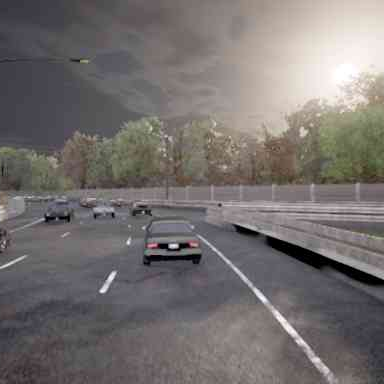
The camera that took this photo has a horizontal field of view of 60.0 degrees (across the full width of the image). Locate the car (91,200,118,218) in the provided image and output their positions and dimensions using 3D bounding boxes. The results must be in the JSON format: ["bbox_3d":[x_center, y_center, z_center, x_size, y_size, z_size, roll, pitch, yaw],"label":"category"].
[{"bbox_3d":[-8.566,1.735,32.165,1.895,1.301,4.718,0,0,-17],"label":"car"}]

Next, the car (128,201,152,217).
[{"bbox_3d":[-5.221,1.627,33.138,1.837,1.490,4.892,0,0,-17],"label":"car"}]

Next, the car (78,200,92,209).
[{"bbox_3d":[-15.809,1.819,49.772,1.895,1.301,4.718,0,0,-28],"label":"car"}]

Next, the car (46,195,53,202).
[{"bbox_3d":[-34.371,1.621,80.787,4.553,1.767,2.097,0,0,42],"label":"car"}]

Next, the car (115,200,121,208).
[{"bbox_3d":[-12.409,1.807,50.848,1.895,1.301,4.718,0,0,-28],"label":"car"}]

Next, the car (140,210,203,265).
[{"bbox_3d":[-0.798,1.586,11.917,2.033,1.411,5.357,0,0,-6],"label":"car"}]

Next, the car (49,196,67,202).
[{"bbox_3d":[-19.515,1.711,49.224,1.882,1.535,5.008,0,0,-29],"label":"car"}]

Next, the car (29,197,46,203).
[{"bbox_3d":[-37.232,1.798,78.600,5.357,1.411,2.033,0,0,42],"label":"car"}]

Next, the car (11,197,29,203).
[{"bbox_3d":[-39.655,1.788,76.073,4.674,1.442,1.812,0,0,42],"label":"car"}]

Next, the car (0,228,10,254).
[{"bbox_3d":[-7.780,1.574,10.916,1.837,1.490,4.892,0,0,-6],"label":"car"}]

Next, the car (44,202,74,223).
[{"bbox_3d":[-10.736,1.730,27.206,1.895,1.301,4.718,0,0,-15],"label":"car"}]
